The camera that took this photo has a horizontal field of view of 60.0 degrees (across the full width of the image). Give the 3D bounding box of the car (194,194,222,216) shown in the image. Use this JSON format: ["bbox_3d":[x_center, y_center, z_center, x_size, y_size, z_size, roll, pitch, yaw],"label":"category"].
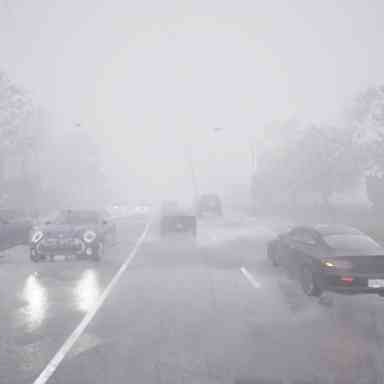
[{"bbox_3d":[1.485,1.225,32.231,2.150,2.045,5.566,0,0,-6],"label":"car"}]

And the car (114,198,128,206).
[{"bbox_3d":[-11.437,1.590,53.466,1.994,1.385,4.181,0,0,-6],"label":"car"}]

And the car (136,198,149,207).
[{"bbox_3d":[-7.921,1.622,53.495,1.895,1.301,4.718,0,0,-6],"label":"car"}]

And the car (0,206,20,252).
[{"bbox_3d":[-7.566,1.368,12.138,2.097,1.767,4.553,0,0,-4],"label":"car"}]

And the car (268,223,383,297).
[{"bbox_3d":[3.321,1.521,8.451,1.812,1.442,4.674,0,0,-2],"label":"car"}]

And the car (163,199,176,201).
[{"bbox_3d":[-2.515,1.488,36.927,1.882,1.535,5.008,0,0,-6],"label":"car"}]

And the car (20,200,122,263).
[{"bbox_3d":[-4.057,1.362,12.085,2.097,1.767,4.553,0,0,-4],"label":"car"}]

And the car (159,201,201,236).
[{"bbox_3d":[-0.799,1.482,18.615,1.882,1.535,5.008,0,0,-4],"label":"car"}]
